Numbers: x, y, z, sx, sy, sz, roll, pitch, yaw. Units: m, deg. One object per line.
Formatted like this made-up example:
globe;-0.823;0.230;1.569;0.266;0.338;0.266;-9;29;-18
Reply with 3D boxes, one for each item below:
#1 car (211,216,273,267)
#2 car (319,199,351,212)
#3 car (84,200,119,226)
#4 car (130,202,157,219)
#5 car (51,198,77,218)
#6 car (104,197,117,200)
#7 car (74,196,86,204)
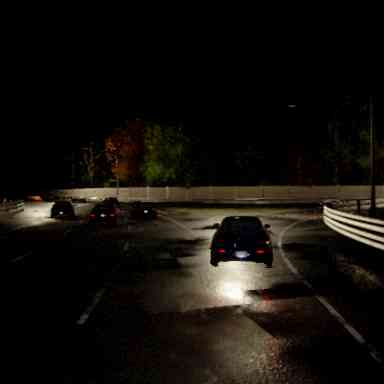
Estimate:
car;1.693;1.526;11.312;1.812;1.442;4.674;0;0;9
car;15.593;1.455;36.050;4.902;1.511;2.128;0;0;-42
car;-6.400;1.586;24.076;2.033;1.411;5.357;0;0;-14
car;-4.393;1.598;29.584;1.994;1.385;4.181;0;0;-16
car;-12.025;1.568;31.076;1.837;1.490;4.892;0;0;-17
car;-12.416;1.580;50.399;1.837;1.490;4.892;0;0;-27
car;-23.269;1.652;67.942;2.128;1.511;4.902;0;0;-39
